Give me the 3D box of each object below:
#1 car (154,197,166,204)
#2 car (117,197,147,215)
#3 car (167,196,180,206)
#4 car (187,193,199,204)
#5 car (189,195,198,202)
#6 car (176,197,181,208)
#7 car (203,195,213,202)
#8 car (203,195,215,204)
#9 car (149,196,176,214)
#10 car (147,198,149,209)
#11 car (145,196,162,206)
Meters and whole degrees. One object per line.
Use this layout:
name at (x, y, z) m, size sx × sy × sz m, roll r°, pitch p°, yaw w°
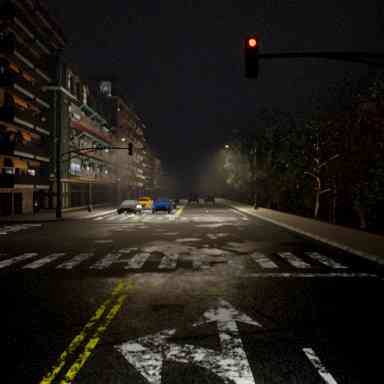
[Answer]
car at (-6.224, 1.620, 65.052) m, size 1.895 × 1.301 × 4.718 m, roll 0°, pitch 0°, yaw 0°
car at (-6.444, 1.551, 34.935) m, size 2.033 × 1.411 × 5.357 m, roll 0°, pitch 0°, yaw 0°
car at (-3.014, 1.518, 55.916) m, size 1.837 × 1.490 × 4.892 m, roll 0°, pitch 0°, yaw 0°
car at (0.281, 1.242, 66.140) m, size 2.150 × 2.045 × 5.566 m, roll 0°, pitch 0°, yaw 0°
car at (0.327, 1.483, 76.529) m, size 2.128 × 1.511 × 4.902 m, roll 0°, pitch 0°, yaw 0°
car at (-3.099, 1.500, 45.855) m, size 2.128 × 1.511 × 4.902 m, roll 0°, pitch 0°, yaw 1°
car at (3.576, 1.498, 76.514) m, size 2.033 × 1.411 × 5.357 m, roll 0°, pitch 0°, yaw 0°
car at (3.531, 1.525, 66.094) m, size 1.837 × 1.490 × 4.892 m, roll 0°, pitch 0°, yaw 0°
car at (-3.186, 1.482, 36.374) m, size 1.882 × 1.535 × 5.008 m, roll 0°, pitch 0°, yaw 1°
car at (-6.362, 1.485, 44.588) m, size 1.882 × 1.535 × 5.008 m, roll 0°, pitch 0°, yaw 1°
car at (-6.270, 1.504, 54.728) m, size 2.128 × 1.511 × 4.902 m, roll 0°, pitch 0°, yaw 0°
